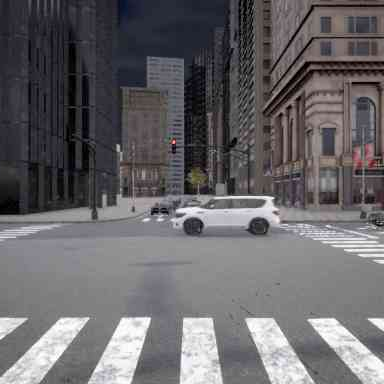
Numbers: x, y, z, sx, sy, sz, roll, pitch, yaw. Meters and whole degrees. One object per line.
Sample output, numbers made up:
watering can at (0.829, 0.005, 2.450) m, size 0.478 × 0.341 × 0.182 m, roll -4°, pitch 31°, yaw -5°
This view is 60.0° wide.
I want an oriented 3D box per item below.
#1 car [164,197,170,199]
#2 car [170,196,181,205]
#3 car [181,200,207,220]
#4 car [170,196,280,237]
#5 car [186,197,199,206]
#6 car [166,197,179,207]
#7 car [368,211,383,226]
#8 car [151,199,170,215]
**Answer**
car at (-3.064, 1.556, 43.218) m, size 2.128 × 1.511 × 4.902 m, roll 0°, pitch 0°, yaw 0°
car at (-3.005, 1.597, 62.777) m, size 1.882 × 1.535 × 5.008 m, roll 0°, pitch 0°, yaw 0°
car at (0.110, 1.539, 29.880) m, size 1.837 × 1.490 × 4.892 m, roll -2°, pitch 0°, yaw -5°
car at (1.810, 1.219, 17.620) m, size 5.566 × 2.045 × 2.150 m, roll 0°, pitch 0°, yaw 0°
car at (0.101, 1.593, 57.252) m, size 2.128 × 1.511 × 4.902 m, roll 0°, pitch 0°, yaw 0°
car at (-3.053, 1.593, 52.629) m, size 1.837 × 1.490 × 4.892 m, roll 0°, pitch 0°, yaw 0°
car at (13.720, 1.495, 20.913) m, size 4.892 × 1.490 × 1.837 m, roll 0°, pitch 0°, yaw 1°
car at (-3.057, 1.644, 33.822) m, size 1.895 × 1.301 × 4.718 m, roll 0°, pitch 0°, yaw 0°
